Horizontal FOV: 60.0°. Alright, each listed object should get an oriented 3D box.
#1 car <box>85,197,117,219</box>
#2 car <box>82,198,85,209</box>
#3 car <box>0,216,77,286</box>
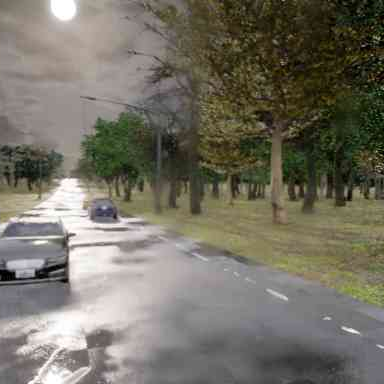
[{"bbox_3d":[-7.728,1.322,28.515,2.097,1.767,4.553,1,0,-20],"label":"car"},{"bbox_3d":[-13.220,1.366,43.188,1.882,1.535,5.008,1,0,-20],"label":"car"},{"bbox_3d":[-4.399,1.468,9.377,2.128,1.511,4.902,1,0,-20],"label":"car"}]
